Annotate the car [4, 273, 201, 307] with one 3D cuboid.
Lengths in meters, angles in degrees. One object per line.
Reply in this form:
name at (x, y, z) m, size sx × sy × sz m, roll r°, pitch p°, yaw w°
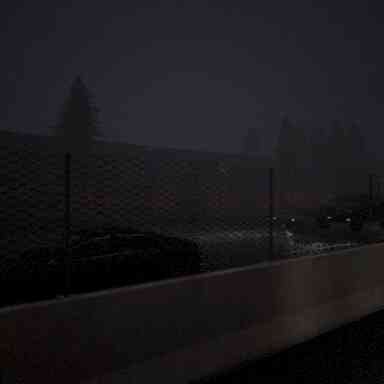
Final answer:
car at (-2.079, 1.507, 6.800) m, size 4.902 × 1.511 × 2.128 m, roll 1°, pitch 0°, yaw -35°
